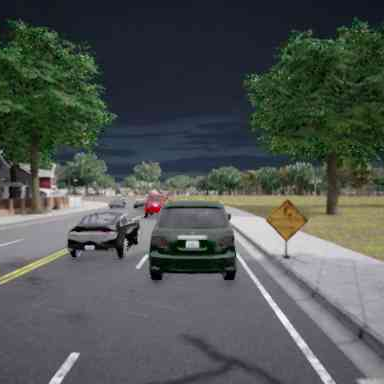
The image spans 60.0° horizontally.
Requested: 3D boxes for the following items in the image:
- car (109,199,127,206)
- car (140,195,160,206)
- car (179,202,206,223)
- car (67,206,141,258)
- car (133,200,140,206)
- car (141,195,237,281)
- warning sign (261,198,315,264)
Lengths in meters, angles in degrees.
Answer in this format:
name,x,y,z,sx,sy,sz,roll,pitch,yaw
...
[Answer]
name,x,y,z,sx,sy,sz,roll,pitch,yaw
car,-10.121,1.642,45.697,1.994,1.385,4.181,0,0,-4
car,-3.146,1.275,31.458,2.150,2.045,5.566,0,0,0
car,0.084,1.596,27.727,2.033,1.411,5.357,0,0,0
car,-3.176,1.516,12.815,2.128,1.511,4.902,0,0,0
car,-6.781,1.675,44.605,1.895,1.301,4.718,0,0,-3
car,0.052,1.243,10.058,2.150,2.045,5.566,0,0,1
warning sign,2.869,1.135,10.104,1.300,1.860,1.060,1,1,0
